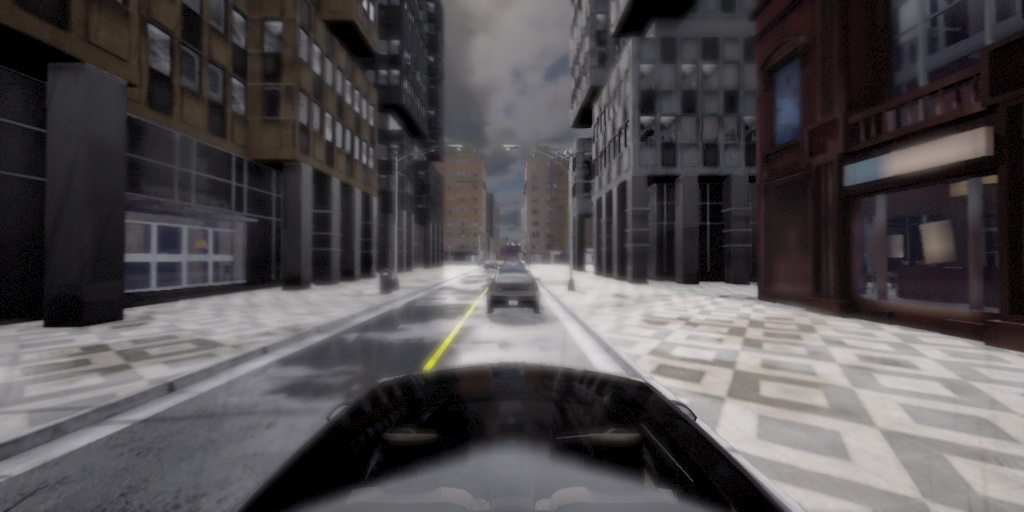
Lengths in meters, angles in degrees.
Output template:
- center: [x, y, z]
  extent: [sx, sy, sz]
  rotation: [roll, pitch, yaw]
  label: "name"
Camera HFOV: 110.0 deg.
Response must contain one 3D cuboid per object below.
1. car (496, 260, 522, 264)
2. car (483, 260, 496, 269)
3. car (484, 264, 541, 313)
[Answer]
- center: [0.056, 1.087, 28.852]
  extent: [2.097, 1.767, 4.553]
  rotation: [0, 0, 0]
  label: "car"
- center: [-3.088, 1.324, 52.759]
  extent: [2.033, 1.411, 5.357]
  rotation: [0, 0, 0]
  label: "car"
- center: [0.061, 1.244, 13.862]
  extent: [1.837, 1.490, 4.892]
  rotation: [0, 0, 0]
  label: "car"
